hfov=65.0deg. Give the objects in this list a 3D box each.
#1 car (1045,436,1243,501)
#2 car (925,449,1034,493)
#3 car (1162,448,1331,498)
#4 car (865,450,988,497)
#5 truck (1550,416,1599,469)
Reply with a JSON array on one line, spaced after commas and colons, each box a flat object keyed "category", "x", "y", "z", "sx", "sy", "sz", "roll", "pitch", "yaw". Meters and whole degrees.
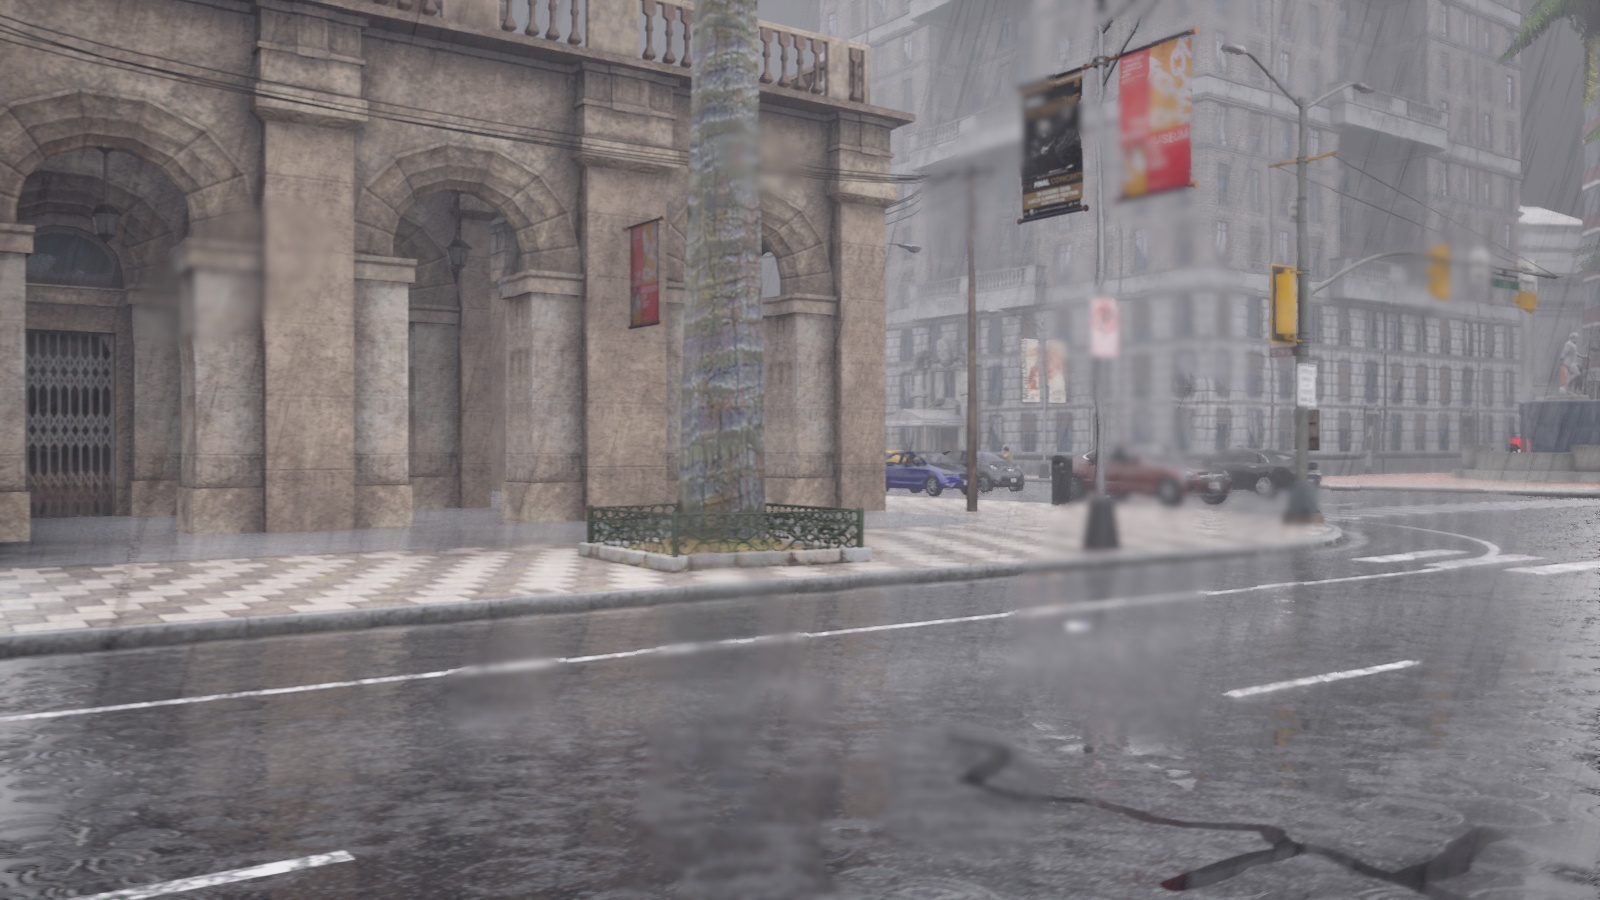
[{"category": "car", "x": 9.372, "y": 0.484, "z": 34.628, "sx": 2.152, "sy": 1.651, "sz": 5.027, "roll": 0, "pitch": 0, "yaw": -35}, {"category": "car", "x": 6.367, "y": 0.738, "z": 44.872, "sx": 1.845, "sy": 1.501, "sz": 3.633, "roll": 0, "pitch": 0, "yaw": -35}, {"category": "car", "x": 14.098, "y": 0.687, "z": 39.922, "sx": 1.837, "sy": 1.490, "sz": 4.892, "roll": 0, "pitch": 0, "yaw": -35}, {"category": "car", "x": 4.176, "y": 0.748, "z": 41.995, "sx": 1.816, "sy": 1.474, "sz": 4.193, "roll": 0, "pitch": 0, "yaw": -34}, {"category": "truck", "x": 54.078, "y": -0.499, "z": 82.468, "sx": 2.891, "sy": 3.462, "sz": 7.936, "roll": 0, "pitch": 0, "yaw": -29}]
